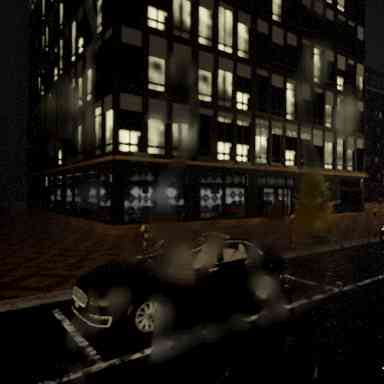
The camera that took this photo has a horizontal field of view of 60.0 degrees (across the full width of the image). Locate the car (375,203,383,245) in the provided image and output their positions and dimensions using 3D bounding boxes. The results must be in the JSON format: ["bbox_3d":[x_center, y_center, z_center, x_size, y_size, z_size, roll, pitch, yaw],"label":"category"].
[{"bbox_3d":[9.174,1.346,13.091,4.097,1.590,1.967,0,1,-35],"label":"car"}]

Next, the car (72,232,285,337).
[{"bbox_3d":[-0.034,1.528,6.522,4.403,1.369,2.008,0,1,-35],"label":"car"}]

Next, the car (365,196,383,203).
[{"bbox_3d":[31.940,1.411,59.283,1.802,1.307,4.206,0,0,-35],"label":"car"}]
